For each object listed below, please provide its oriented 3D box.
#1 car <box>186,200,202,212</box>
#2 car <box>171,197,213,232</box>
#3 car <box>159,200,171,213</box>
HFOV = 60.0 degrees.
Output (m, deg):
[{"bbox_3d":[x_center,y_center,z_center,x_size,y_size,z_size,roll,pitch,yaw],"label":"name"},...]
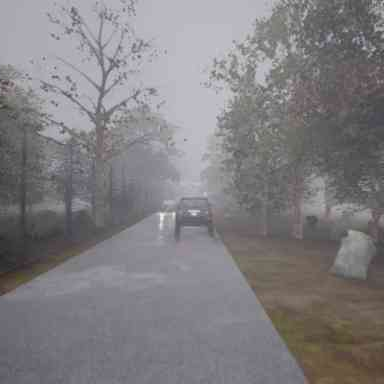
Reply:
[{"bbox_3d":[0.247,1.753,42.806,1.895,1.301,4.718,0,0,1],"label":"car"},{"bbox_3d":[0.143,1.288,20.536,2.150,2.045,5.566,0,0,1],"label":"car"},{"bbox_3d":[-2.682,1.664,39.426,1.812,1.442,4.674,0,0,1],"label":"car"}]
